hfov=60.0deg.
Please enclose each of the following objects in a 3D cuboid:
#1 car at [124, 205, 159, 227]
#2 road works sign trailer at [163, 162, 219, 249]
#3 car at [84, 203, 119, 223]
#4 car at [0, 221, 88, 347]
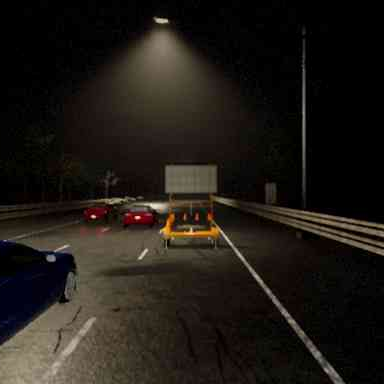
[{"bbox_3d":[-3.462,1.613,23.187,1.994,1.385,4.181,0,0,0],"label":"car"},{"bbox_3d":[-0.039,0.496,14.734,2.380,3.560,2.880,0,0,0],"label":"road works sign trailer"},{"bbox_3d":[-6.969,1.580,25.825,1.812,1.442,4.674,0,0,0],"label":"car"},{"bbox_3d":[-3.412,1.489,5.199,1.882,1.535,5.008,0,0,0],"label":"car"}]
